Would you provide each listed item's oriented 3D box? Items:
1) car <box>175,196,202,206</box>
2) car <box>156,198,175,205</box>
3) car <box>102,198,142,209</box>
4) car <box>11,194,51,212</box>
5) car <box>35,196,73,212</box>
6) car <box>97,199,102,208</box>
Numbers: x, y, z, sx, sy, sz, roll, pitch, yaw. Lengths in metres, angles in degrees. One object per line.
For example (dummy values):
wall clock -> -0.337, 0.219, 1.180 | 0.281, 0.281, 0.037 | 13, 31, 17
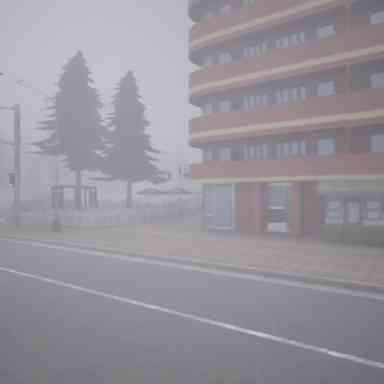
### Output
car -> 0.071, 1.522, 56.720 | 4.892, 1.490, 1.837 | 0, 0, -37
car -> -3.846, 1.639, 58.062 | 4.718, 1.301, 1.895 | 0, 0, -39
car -> -9.474, 1.597, 46.754 | 2.033, 1.411, 5.357 | 0, 0, 36
car -> -18.596, 1.305, 39.977 | 2.150, 2.045, 5.566 | 0, 0, 35
car -> -15.156, 1.571, 38.755 | 1.837, 1.490, 4.892 | 0, 0, 36
car -> -12.918, 1.631, 47.765 | 1.994, 1.385, 4.181 | 0, 0, 37
